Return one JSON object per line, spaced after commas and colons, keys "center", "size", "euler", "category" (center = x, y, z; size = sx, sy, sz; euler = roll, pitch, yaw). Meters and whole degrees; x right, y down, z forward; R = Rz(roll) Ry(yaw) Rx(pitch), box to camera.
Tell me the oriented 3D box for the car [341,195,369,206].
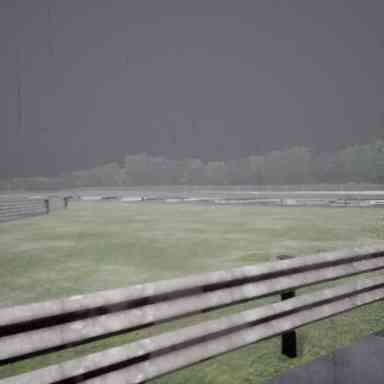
{"center": [27.655, 1.364, 56.749], "size": [4.553, 1.767, 2.097], "euler": [0, 2, 30], "category": "car"}
